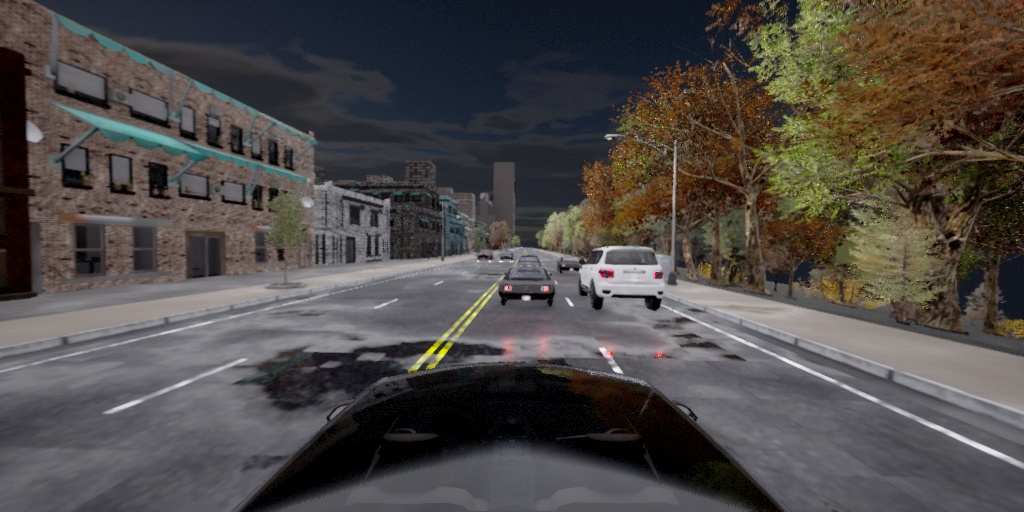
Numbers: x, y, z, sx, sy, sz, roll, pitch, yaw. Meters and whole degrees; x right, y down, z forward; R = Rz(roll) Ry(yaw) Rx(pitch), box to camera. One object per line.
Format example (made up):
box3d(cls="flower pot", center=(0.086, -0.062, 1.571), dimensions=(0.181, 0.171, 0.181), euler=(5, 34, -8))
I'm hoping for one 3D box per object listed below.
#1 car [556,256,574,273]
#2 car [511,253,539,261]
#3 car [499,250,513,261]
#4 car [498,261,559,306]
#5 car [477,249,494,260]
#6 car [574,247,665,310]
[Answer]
box3d(cls="car", center=(4.673, 0.683, 29.492), dimensions=(1.895, 1.301, 4.718), euler=(1, 2, 3))
box3d(cls="car", center=(1.293, 0.649, 27.381), dimensions=(2.033, 1.411, 5.357), euler=(1, 2, 4))
box3d(cls="car", center=(-0.742, -0.082, 53.204), dimensions=(1.837, 1.490, 4.892), euler=(1, 2, 3))
box3d(cls="car", center=(0.606, 1.041, 13.937), dimensions=(1.895, 1.301, 4.718), euler=(1, 1, 3))
box3d(cls="car", center=(-3.962, -0.281, 53.759), dimensions=(2.097, 1.767, 4.553), euler=(1, 1, 3))
box3d(cls="car", center=(3.838, 0.699, 13.459), dimensions=(2.150, 2.045, 5.566), euler=(1, 0, 3))
